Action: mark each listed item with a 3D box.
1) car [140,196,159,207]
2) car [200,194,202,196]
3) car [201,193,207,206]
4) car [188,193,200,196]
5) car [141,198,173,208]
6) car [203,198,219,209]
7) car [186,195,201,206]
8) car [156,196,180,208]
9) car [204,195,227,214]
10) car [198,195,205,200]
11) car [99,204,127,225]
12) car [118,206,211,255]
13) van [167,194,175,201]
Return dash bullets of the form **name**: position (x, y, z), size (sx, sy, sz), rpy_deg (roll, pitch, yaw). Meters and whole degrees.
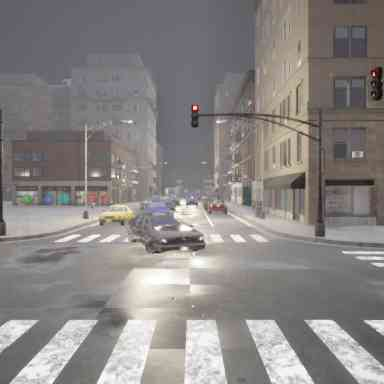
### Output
- **car**: position (-5.389, 1.553, 41.076), size (2.008, 1.369, 4.403), rpy_deg (0, 0, 0)
- **car**: position (2.635, 1.556, 69.386), size (2.008, 1.369, 4.403), rpy_deg (0, 0, 0)
- **car**: position (2.636, 1.317, 41.076), size (2.192, 1.841, 5.009), rpy_deg (0, 0, 0)
- **car**: position (-0.003, 1.226, 64.208), size (2.150, 2.045, 5.566), rpy_deg (0, 0, 0)
- **car**: position (-2.845, 1.526, 27.933), size (1.812, 1.442, 4.674), rpy_deg (0, 0, 0)
- **car**: position (2.636, 1.568, 46.738), size (1.947, 1.339, 4.313), rpy_deg (0, 0, 0)
- **car**: position (-0.002, 1.604, 53.906), size (1.895, 1.301, 4.718), rpy_deg (0, 0, 0)
- **car**: position (-2.815, 1.549, 38.963), size (2.033, 1.411, 5.357), rpy_deg (0, 0, 1)
- **car**: position (2.636, 1.442, 35.414), size (1.967, 1.590, 4.097), rpy_deg (0, 0, 0)
- **car**: position (2.634, 1.575, 92.033), size (1.947, 1.339, 4.313), rpy_deg (0, 0, 0)
- **car**: position (-5.388, 1.526, 23.920), size (1.752, 1.417, 4.829), rpy_deg (0, 0, 0)
- **car**: position (-1.358, 1.547, 13.833), size (2.033, 1.411, 5.357), rpy_deg (0, 0, -25)
- **van**: position (-5.391, 1.349, 86.371), size (1.690, 1.788, 3.998), rpy_deg (0, 0, 0)
